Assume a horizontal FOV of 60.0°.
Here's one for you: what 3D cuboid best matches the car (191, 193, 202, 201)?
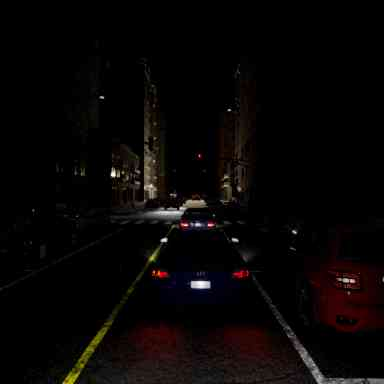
[{"bbox_3d":[1.103,1.507,84.820,1.882,1.535,5.008,0,0,1],"label":"car"}]

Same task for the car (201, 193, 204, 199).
[{"bbox_3d":[3.554,1.334,67.566,2.192,1.841,5.009,1,0,1],"label":"car"}]

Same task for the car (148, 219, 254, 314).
[{"bbox_3d":[0.178,1.566,7.736,1.994,1.385,4.181,0,0,1],"label":"car"}]

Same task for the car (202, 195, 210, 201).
[{"bbox_3d":[3.849,1.598,90.257,1.947,1.339,4.313,1,0,1],"label":"car"}]

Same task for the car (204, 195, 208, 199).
[{"bbox_3d":[3.403,1.596,56.220,1.802,1.307,4.206,1,0,1],"label":"car"}]

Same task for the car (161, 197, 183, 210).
[{"bbox_3d":[-2.541,1.611,43.200,1.895,1.301,4.718,0,0,1],"label":"car"}]

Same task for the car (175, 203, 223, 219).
[{"bbox_3d":[0.276,1.551,17.799,2.033,1.411,5.357,0,0,0],"label":"car"}]

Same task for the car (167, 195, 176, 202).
[{"bbox_3d":[-4.823,1.465,79.030,1.967,1.590,4.097,1,0,1],"label":"car"}]

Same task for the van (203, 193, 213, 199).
[{"bbox_3d":[3.480,1.357,61.894,1.690,1.788,3.998,1,0,1],"label":"van"}]

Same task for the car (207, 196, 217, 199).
[{"bbox_3d":[3.255,1.592,44.874,1.802,1.307,4.206,1,0,1],"label":"car"}]

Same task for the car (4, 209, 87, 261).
[{"bbox_3d":[-5.698,1.547,12.354,1.887,1.381,4.507,1,0,1],"label":"car"}]

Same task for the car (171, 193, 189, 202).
[{"bbox_3d":[-2.256,1.368,62.272,2.097,1.767,4.553,0,0,1],"label":"car"}]

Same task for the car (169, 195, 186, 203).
[{"bbox_3d":[-2.411,1.613,52.631,1.895,1.301,4.718,0,0,1],"label":"car"}]

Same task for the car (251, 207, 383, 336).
[{"bbox_3d":[2.756,1.316,6.609,2.192,1.841,5.009,1,0,1],"label":"car"}]

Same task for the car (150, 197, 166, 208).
[{"bbox_3d":[-5.196,1.556,50.668,1.887,1.381,4.507,1,0,1],"label":"car"}]

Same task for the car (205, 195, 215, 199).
[{"bbox_3d":[3.329,1.594,50.547,1.802,1.307,4.206,1,0,1],"label":"car"}]

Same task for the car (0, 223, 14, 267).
[{"bbox_3d":[-5.773,1.527,6.560,1.752,1.417,4.829,1,0,1],"label":"car"}]

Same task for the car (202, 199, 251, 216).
[{"bbox_3d":[3.564,1.664,33.843,4.718,1.301,1.895,1,1,26],"label":"car"}]

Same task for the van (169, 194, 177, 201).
[{"bbox_3d":[-4.748,1.370,84.702,1.690,1.788,3.998,1,0,1],"label":"van"}]

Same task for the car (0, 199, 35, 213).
[{"bbox_3d":[-16.412,1.342,29.303,4.902,1.511,2.128,1,-1,1],"label":"car"}]

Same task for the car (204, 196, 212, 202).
[{"bbox_3d":[3.700,1.607,78.912,1.802,1.307,4.206,1,0,1],"label":"car"}]

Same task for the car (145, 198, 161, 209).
[{"bbox_3d":[-5.270,1.555,44.995,1.887,1.381,4.507,1,0,1],"label":"car"}]

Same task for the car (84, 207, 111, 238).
[{"bbox_3d":[-5.626,1.529,17.808,1.752,1.417,4.829,1,0,1],"label":"car"}]

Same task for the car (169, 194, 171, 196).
[{"bbox_3d":[-4.973,1.601,67.685,1.802,1.307,4.206,1,0,1],"label":"car"}]
